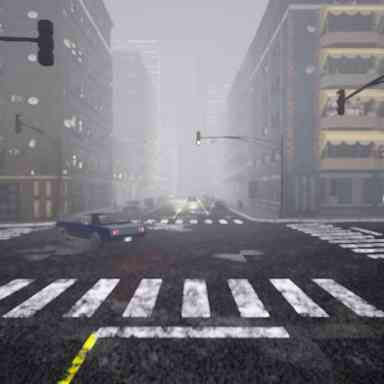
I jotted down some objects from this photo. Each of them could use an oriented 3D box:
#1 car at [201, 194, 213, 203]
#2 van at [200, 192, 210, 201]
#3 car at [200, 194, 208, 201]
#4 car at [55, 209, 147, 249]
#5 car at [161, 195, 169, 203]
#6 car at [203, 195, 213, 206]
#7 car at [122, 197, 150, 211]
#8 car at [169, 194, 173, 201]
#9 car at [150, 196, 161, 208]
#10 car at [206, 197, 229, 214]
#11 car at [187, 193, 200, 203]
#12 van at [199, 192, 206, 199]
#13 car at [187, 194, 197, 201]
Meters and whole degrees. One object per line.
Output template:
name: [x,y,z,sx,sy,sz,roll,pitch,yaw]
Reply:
car: [2.685,1.356,49.526,1.887,1.381,4.507,0,0,0]
van: [2.684,1.133,55.049,1.690,1.788,3.998,0,0,0]
car: [2.686,1.244,77.313,1.752,1.417,4.829,-1,0,0]
car: [-4.117,1.541,14.489,4.718,1.301,1.895,0,0,43]
car: [-5.695,1.318,60.586,1.887,1.381,4.507,0,0,0]
car: [2.685,1.416,38.480,1.947,1.339,4.313,0,0,0]
car: [-5.696,1.436,32.968,1.947,1.339,4.313,0,0,0]
car: [-5.694,1.319,71.633,1.802,1.307,4.206,0,0,0]
car: [-5.696,1.396,44.016,1.947,1.339,4.313,0,0,0]
car: [2.685,1.452,32.956,1.802,1.307,4.206,0,0,0]
car: [0.001,1.316,61.995,2.033,1.411,5.357,0,0,0]
van: [2.685,1.026,88.190,1.690,1.788,3.998,-1,0,0]
car: [0.003,1.119,72.417,1.994,1.385,4.181,0,0,0]
